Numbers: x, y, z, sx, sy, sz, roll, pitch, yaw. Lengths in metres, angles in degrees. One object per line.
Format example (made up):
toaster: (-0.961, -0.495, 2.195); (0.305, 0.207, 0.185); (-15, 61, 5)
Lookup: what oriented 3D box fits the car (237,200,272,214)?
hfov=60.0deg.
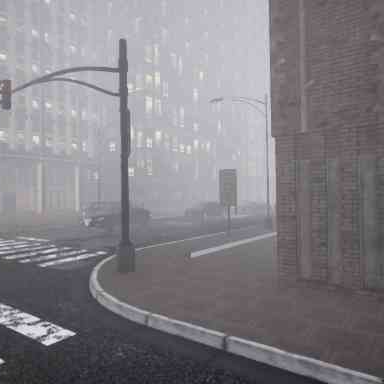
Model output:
car: (7.254, 1.707, 37.514); (1.895, 1.301, 4.718); (-1, -1, 36)

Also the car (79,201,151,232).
car: (-4.634, 1.558, 20.983); (2.128, 1.511, 4.902); (-1, -1, 34)

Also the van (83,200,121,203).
van: (-6.008, 1.460, 23.498); (1.690, 1.788, 3.998); (-2, -1, 36)

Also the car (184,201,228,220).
car: (1.297, 1.563, 29.228); (1.882, 1.535, 5.008); (-1, -1, 36)
